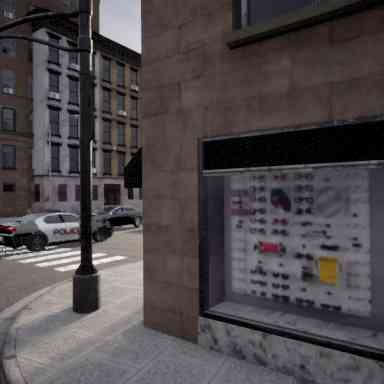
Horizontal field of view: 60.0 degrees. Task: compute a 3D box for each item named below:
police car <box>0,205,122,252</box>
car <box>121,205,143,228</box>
[{"bbox_3d":[-5.687,1.546,14.298,2.038,1.542,4.974,-1,-1,35],"label":"police car"},{"bbox_3d":[-4.988,1.592,21.099,2.128,1.511,4.902,-1,-1,34],"label":"car"}]
